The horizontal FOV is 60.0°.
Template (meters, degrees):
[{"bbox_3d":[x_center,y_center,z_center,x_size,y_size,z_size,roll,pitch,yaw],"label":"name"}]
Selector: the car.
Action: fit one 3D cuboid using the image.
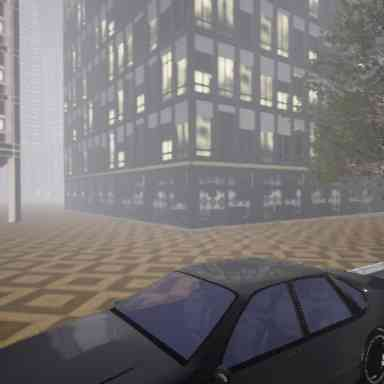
[{"bbox_3d":[0.515,1.546,3.741,5.357,1.411,2.033,0,0,-35],"label":"car"}]
